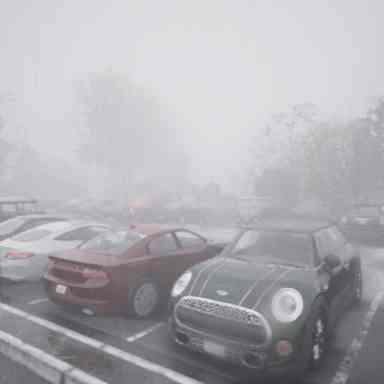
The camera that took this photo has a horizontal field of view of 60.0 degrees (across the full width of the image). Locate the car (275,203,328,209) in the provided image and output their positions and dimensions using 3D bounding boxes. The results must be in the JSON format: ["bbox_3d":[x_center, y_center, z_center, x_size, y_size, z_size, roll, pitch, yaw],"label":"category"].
[{"bbox_3d":[6.504,1.495,17.866,2.163,1.488,4.792,0,0,35],"label":"car"}]

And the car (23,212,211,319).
[{"bbox_3d":[-0.752,1.466,7.554,2.097,1.535,5.008,0,0,35],"label":"car"}]

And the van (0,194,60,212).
[{"bbox_3d":[-7.706,1.198,12.642,1.878,1.987,4.442,1,1,35],"label":"van"}]

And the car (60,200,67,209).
[{"bbox_3d":[-9.639,1.216,29.306,2.231,1.521,4.892,1,1,35],"label":"car"}]

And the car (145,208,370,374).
[{"bbox_3d":[1.573,1.344,5.948,2.185,1.767,4.553,0,0,35],"label":"car"}]

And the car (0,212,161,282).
[{"bbox_3d":[-3.054,1.503,9.192,2.002,1.452,4.674,0,0,35],"label":"car"}]

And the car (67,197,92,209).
[{"bbox_3d":[-7.461,1.296,27.714,2.163,1.488,4.792,1,1,35],"label":"car"}]

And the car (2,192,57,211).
[{"bbox_3d":[-16.564,0.930,34.180,2.185,1.767,4.553,1,1,35],"label":"car"}]

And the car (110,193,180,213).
[{"bbox_3d":[-2.853,1.121,24.442,2.435,2.045,5.566,1,1,35],"label":"car"}]

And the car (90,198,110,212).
[{"bbox_3d":[-5.159,1.349,26.079,2.163,1.488,4.792,1,1,35],"label":"car"}]

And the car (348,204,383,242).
[{"bbox_3d":[8.667,1.343,16.252,2.185,1.767,4.553,0,0,35],"label":"car"}]

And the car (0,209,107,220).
[{"bbox_3d":[-5.362,1.495,10.838,2.002,1.452,4.674,0,0,35],"label":"car"}]

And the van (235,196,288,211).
[{"bbox_3d":[4.114,1.236,19.380,1.878,1.987,4.442,0,0,35],"label":"van"}]

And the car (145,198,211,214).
[{"bbox_3d":[-0.533,1.422,22.822,2.097,1.535,5.008,2,1,35],"label":"car"}]
